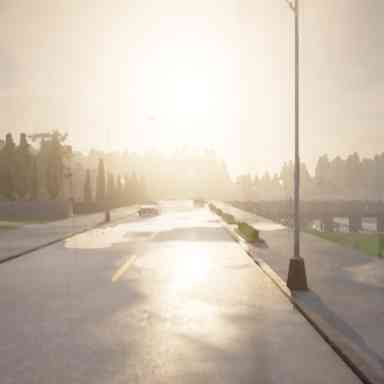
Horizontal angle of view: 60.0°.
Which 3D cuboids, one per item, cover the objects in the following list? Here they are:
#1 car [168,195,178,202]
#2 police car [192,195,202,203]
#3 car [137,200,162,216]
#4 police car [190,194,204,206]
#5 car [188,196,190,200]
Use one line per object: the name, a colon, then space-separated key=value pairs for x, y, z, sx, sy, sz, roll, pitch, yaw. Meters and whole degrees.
car: x=-4.027 y=1.404 z=73.228 sx=1.812 sy=1.442 sz=4.674 roll=0 pitch=0 yaw=0
police car: x=1.120 y=1.468 z=74.206 sx=1.930 sy=1.638 sz=5.238 roll=-4 pitch=0 yaw=0
car: x=-4.105 y=1.566 z=32.786 sx=1.812 sy=1.442 sz=4.674 roll=0 pitch=0 yaw=0
police car: x=1.139 y=1.474 z=58.222 sx=1.930 sy=1.638 sz=5.238 roll=-2 pitch=-1 yaw=0
car: x=-0.032 y=1.547 z=91.467 sx=1.994 sy=1.385 sz=4.181 roll=0 pitch=0 yaw=0
